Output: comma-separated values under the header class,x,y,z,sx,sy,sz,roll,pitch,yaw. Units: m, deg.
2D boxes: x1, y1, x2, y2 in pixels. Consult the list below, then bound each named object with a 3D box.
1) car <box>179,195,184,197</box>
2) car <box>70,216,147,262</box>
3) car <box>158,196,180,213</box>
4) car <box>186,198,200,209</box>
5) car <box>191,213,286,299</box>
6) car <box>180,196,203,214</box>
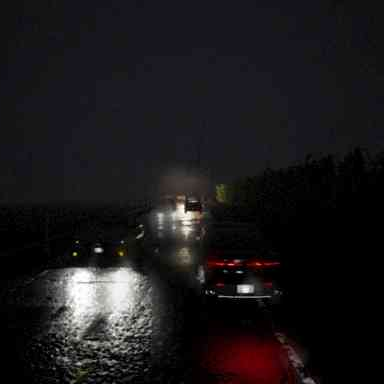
class,x,y,z,sx,sy,sz,roll,pitch,yaw
car,-2.651,1.485,82.482,1.882,1.535,5.008,0,0,0
car,-2.836,1.563,12.039,1.994,1.385,4.181,0,0,0
car,-2.706,1.504,37.629,1.837,1.490,4.892,0,0,0
car,0.127,1.526,45.787,1.812,1.442,4.674,0,0,0
car,0.973,1.505,8.444,1.837,1.490,4.892,0,0,0
car,0.117,1.491,35.613,2.128,1.511,4.902,0,0,0
